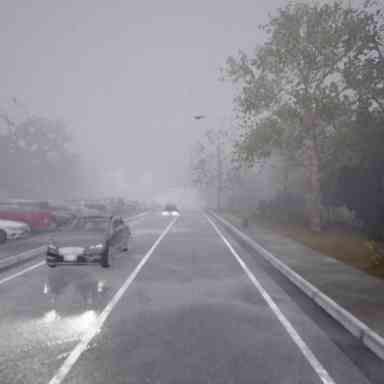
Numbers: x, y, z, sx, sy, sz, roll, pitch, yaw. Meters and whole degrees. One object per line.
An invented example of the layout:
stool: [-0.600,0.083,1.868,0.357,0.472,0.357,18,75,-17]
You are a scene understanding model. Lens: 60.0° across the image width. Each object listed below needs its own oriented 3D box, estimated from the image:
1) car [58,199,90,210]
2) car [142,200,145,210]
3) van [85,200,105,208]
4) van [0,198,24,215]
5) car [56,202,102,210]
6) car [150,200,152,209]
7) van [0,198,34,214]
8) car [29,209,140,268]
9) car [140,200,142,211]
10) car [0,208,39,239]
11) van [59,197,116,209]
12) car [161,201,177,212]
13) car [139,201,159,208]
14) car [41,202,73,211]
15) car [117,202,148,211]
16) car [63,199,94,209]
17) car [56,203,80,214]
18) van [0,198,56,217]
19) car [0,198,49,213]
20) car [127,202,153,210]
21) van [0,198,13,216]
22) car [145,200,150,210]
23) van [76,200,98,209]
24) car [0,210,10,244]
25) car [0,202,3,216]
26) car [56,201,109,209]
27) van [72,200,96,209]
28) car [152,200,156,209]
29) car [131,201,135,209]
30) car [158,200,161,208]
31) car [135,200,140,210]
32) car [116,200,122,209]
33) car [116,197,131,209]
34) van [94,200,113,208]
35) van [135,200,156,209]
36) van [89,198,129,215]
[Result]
car: [-23.353,2.434,66.083,5.566,2.045,2.435,0,-2,0]
car: [-10.277,2.166,52.106,4.553,1.767,2.185,0,-2,0]
van: [-23.266,2.856,79.943,4.442,1.987,1.878,0,-2,0]
van: [-23.510,1.753,41.160,4.442,1.987,1.878,0,-2,0]
car: [-10.291,1.777,27.142,4.792,1.488,2.163,0,-1,0]
car: [-10.311,2.529,60.428,4.892,1.521,2.231,0,-2,0]
van: [-23.509,1.828,43.804,4.442,1.987,1.878,0,-2,0]
car: [-3.349,1.567,11.609,2.128,1.511,4.902,0,-1,0]
car: [-10.279,2.087,49.331,4.553,1.767,2.185,0,-2,0]
car: [-10.329,1.651,16.039,4.674,1.452,2.002,0,-1,0]
van: [-10.202,1.589,32.698,4.442,1.987,1.878,0,-1,0]
car: [-3.338,2.402,52.346,1.895,1.301,4.718,0,-2,0]
car: [-10.326,2.955,79.855,4.553,1.767,2.185,0,-2,0]
car: [-23.388,2.487,57.642,4.674,1.452,2.002,0,-2,0]
car: [-10.300,2.450,57.653,4.892,1.521,2.231,0,-2,0]
car: [-23.352,2.513,68.852,5.566,2.045,2.435,0,-2,0]
car: [-10.329,1.679,21.592,5.008,1.535,2.097,0,-1,0]
van: [-10.442,1.419,18.818,4.442,1.987,1.878,0,-1,0]
car: [-23.363,1.881,46.574,5.566,2.045,2.435,0,-2,0]
car: [-10.272,2.714,65.977,4.792,1.488,2.163,0,-2,0]
van: [-23.279,1.671,38.258,4.442,1.987,1.878,0,-1,0]
car: [-10.122,2.367,54.878,5.366,1.575,1.946,0,-2,0]
van: [-23.494,2.695,74.389,4.442,1.987,1.878,0,-2,0]
car: [-10.358,1.606,13.264,4.792,1.488,2.163,0,-1,0]
car: [-23.402,1.849,35.634,5.008,1.535,2.097,0,-1,0]
car: [-10.322,1.821,29.919,4.674,1.452,2.002,0,-1,0]
van: [-23.262,2.617,71.620,4.442,1.987,1.878,0,-2,0]
car: [-10.118,2.603,63.203,5.366,1.575,1.946,0,-2,0]
car: [-10.315,2.095,43.777,4.674,1.452,2.002,0,-2,0]
car: [-10.325,3.029,77.078,4.792,1.488,2.163,0,-2,0]
car: [-10.306,2.134,46.553,5.008,1.535,2.097,0,-2,0]
car: [-10.346,1.879,35.477,4.792,1.488,2.163,0,-1,0]
car: [-10.344,1.647,38.235,5.566,2.045,2.435,0,-2,0]
van: [-23.487,3.123,88.102,4.442,1.987,1.878,0,-2,0]
van: [-10.414,2.695,74.310,4.442,1.987,1.878,0,-2,0]
van: [-10.197,1.751,41.009,4.442,1.987,1.878,0,-2,0]
